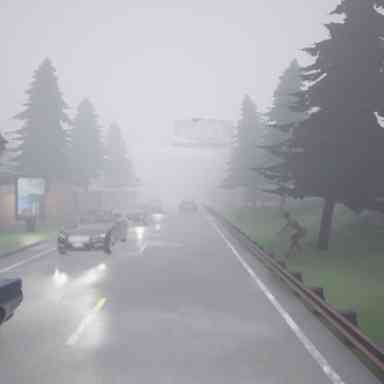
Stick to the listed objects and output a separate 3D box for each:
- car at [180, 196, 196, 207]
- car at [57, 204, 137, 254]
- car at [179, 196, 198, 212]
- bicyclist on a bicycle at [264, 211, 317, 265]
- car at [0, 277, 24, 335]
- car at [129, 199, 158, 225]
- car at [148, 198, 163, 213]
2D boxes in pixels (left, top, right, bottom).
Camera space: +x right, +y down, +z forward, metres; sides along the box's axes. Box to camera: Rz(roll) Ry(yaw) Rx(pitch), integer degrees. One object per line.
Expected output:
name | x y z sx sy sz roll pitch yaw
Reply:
car | -0.607 1.344 47.992 2.128 1.511 4.902 0 0 -1
car | -3.781 1.462 13.380 2.128 1.511 4.902 0 0 -1
car | -0.426 1.450 36.445 1.994 1.385 4.181 0 0 -1
bicyclist on a bicycle | 3.011 1.423 10.142 1.656 1.620 0.582 1 0 -1
car | -3.635 1.603 3.161 1.895 1.301 4.718 0 0 -1
car | -3.935 1.485 23.987 2.033 1.411 5.357 0 0 -1
car | -4.046 1.409 34.654 1.837 1.490 4.892 0 0 -1
